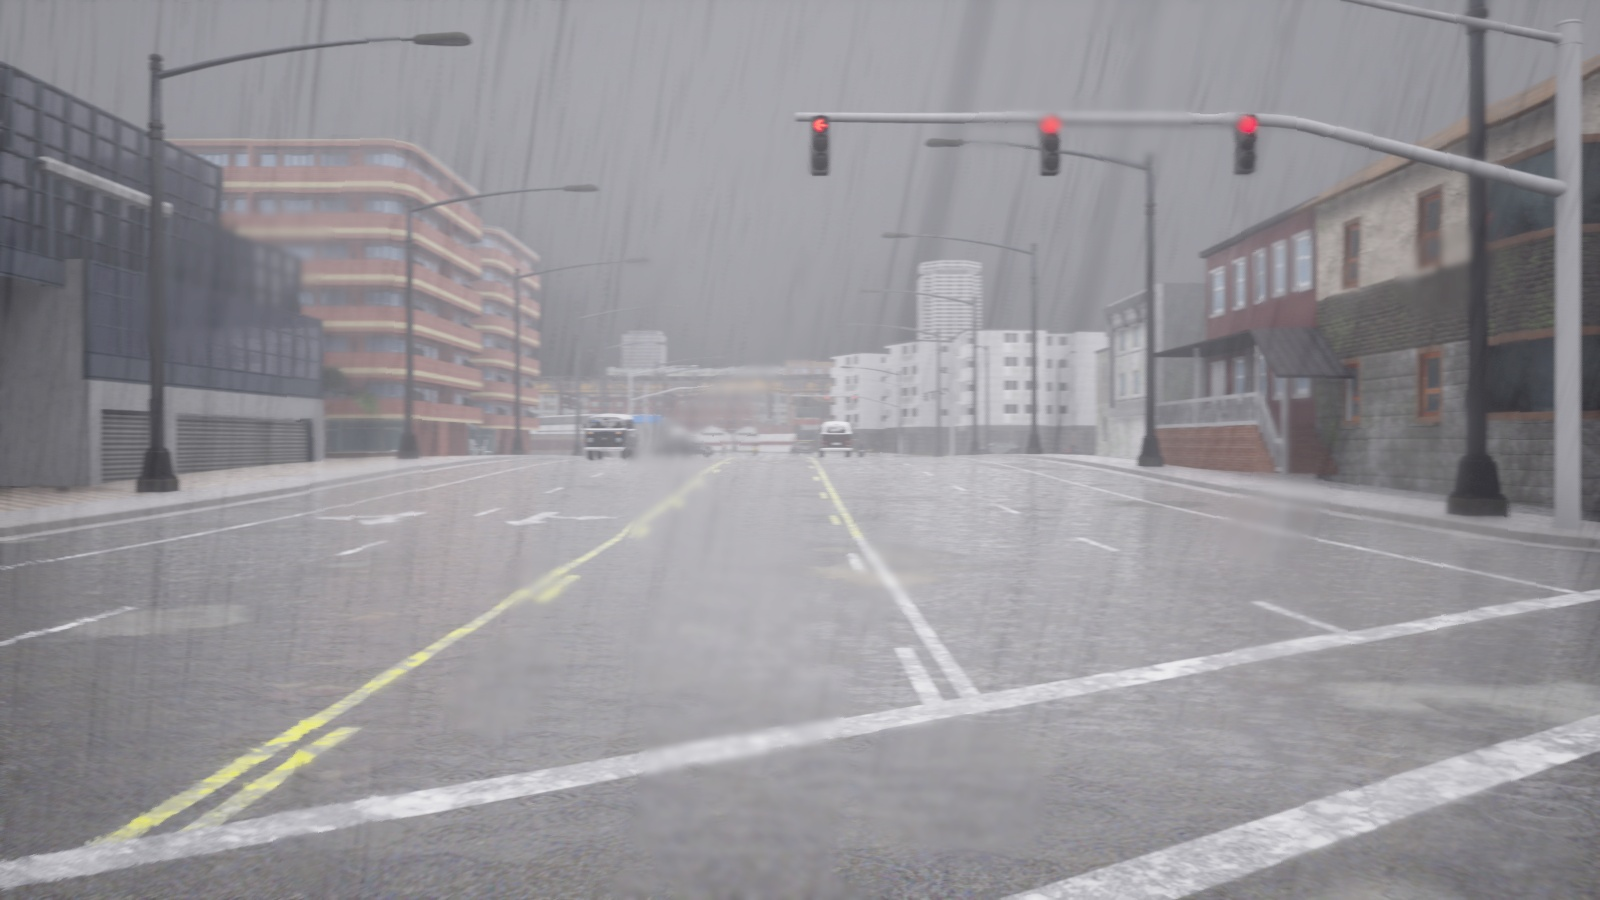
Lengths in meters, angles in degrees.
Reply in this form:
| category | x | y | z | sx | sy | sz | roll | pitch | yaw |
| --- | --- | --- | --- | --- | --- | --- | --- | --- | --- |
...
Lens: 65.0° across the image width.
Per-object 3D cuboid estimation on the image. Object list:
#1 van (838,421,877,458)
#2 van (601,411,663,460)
| category | x | y | z | sx | sy | sz | roll | pitch | yaw |
| --- | --- | --- | --- | --- | --- | --- | --- | --- | --- |
| van | 3.275 | -0.554 | 72.567 | 2.069 | 2.038 | 4.480 | 0 | -1 | 0 |
| van | -7.366 | -0.645 | 55.403 | 2.069 | 2.038 | 4.480 | 0 | 1 | 0 |
